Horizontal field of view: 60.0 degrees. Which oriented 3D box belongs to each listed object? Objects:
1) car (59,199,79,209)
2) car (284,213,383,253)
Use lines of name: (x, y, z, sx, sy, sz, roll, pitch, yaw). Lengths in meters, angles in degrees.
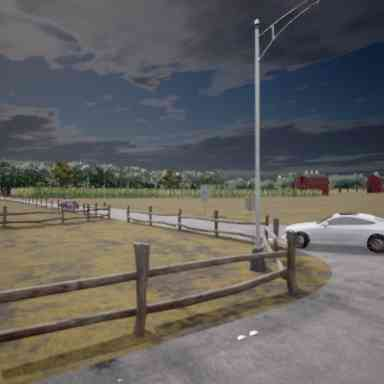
car: (-18.544, 1.774, 50.083, 2.033, 1.411, 5.357, -1, 1, -35)
car: (6.324, 1.625, 14.048, 4.674, 1.442, 1.812, -1, 0, 26)
